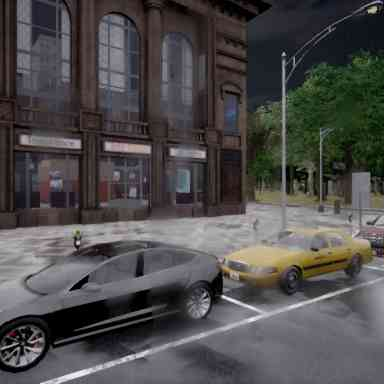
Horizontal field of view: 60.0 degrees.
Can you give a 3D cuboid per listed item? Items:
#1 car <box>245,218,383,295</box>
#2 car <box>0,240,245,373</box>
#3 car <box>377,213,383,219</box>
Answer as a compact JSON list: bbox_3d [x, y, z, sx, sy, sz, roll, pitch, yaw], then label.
[{"bbox_3d":[2.891,1.525,8.715,4.829,1.417,1.752,0,0,-36],"label":"car"},{"bbox_3d":[-1.396,1.566,5.653,4.313,1.339,1.947,0,0,-36],"label":"car"},{"bbox_3d":[7.453,1.441,11.974,4.097,1.590,1.967,0,0,-36],"label":"car"}]
